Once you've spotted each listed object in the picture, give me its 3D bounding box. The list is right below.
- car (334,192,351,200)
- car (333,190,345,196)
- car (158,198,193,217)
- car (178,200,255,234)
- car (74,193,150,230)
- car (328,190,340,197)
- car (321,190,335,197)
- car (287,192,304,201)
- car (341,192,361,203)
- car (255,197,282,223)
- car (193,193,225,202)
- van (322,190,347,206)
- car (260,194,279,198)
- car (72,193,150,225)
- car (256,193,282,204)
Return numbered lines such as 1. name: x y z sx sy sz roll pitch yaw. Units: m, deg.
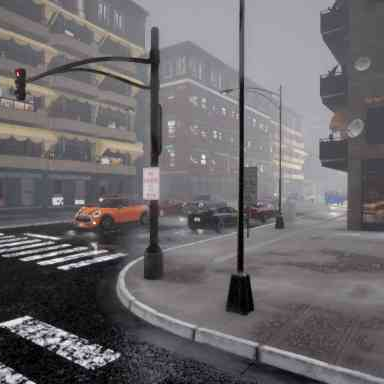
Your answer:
1. car: 25.914 0.697 57.244 1.895 1.301 4.718 1 1 35
2. car: 36.263 0.257 82.020 1.802 1.307 4.206 2 2 35
3. car: -2.174 1.181 27.330 1.887 1.381 4.507 2 2 35
4. car: 1.456 1.348 17.922 1.947 1.339 4.313 2 2 35
5. car: -4.560 1.121 19.449 2.097 1.767 4.553 1 1 35
6. car: 33.060 0.337 77.463 1.802 1.307 4.206 2 2 35
7. car: 29.857 0.379 72.905 1.887 1.381 4.507 2 2 35
8. car: 17.044 0.720 54.675 1.947 1.339 4.313 2 2 35
9. car: 23.878 0.765 49.824 1.887 1.381 4.507 2 2 35
10. car: 4.659 1.284 22.480 1.802 1.307 4.206 2 2 35
11. car: 1.120 0.979 27.531 2.097 1.767 4.553 1 1 35
12. van: 17.474 0.722 40.705 1.690 1.788 3.998 2 2 35
13. car: 8.508 1.042 38.026 1.895 1.301 4.718 1 1 35
14. car: -5.375 1.032 22.766 2.192 1.841 5.009 2 2 35
15. car: 10.638 0.881 45.560 1.947 1.339 4.313 2 2 35
